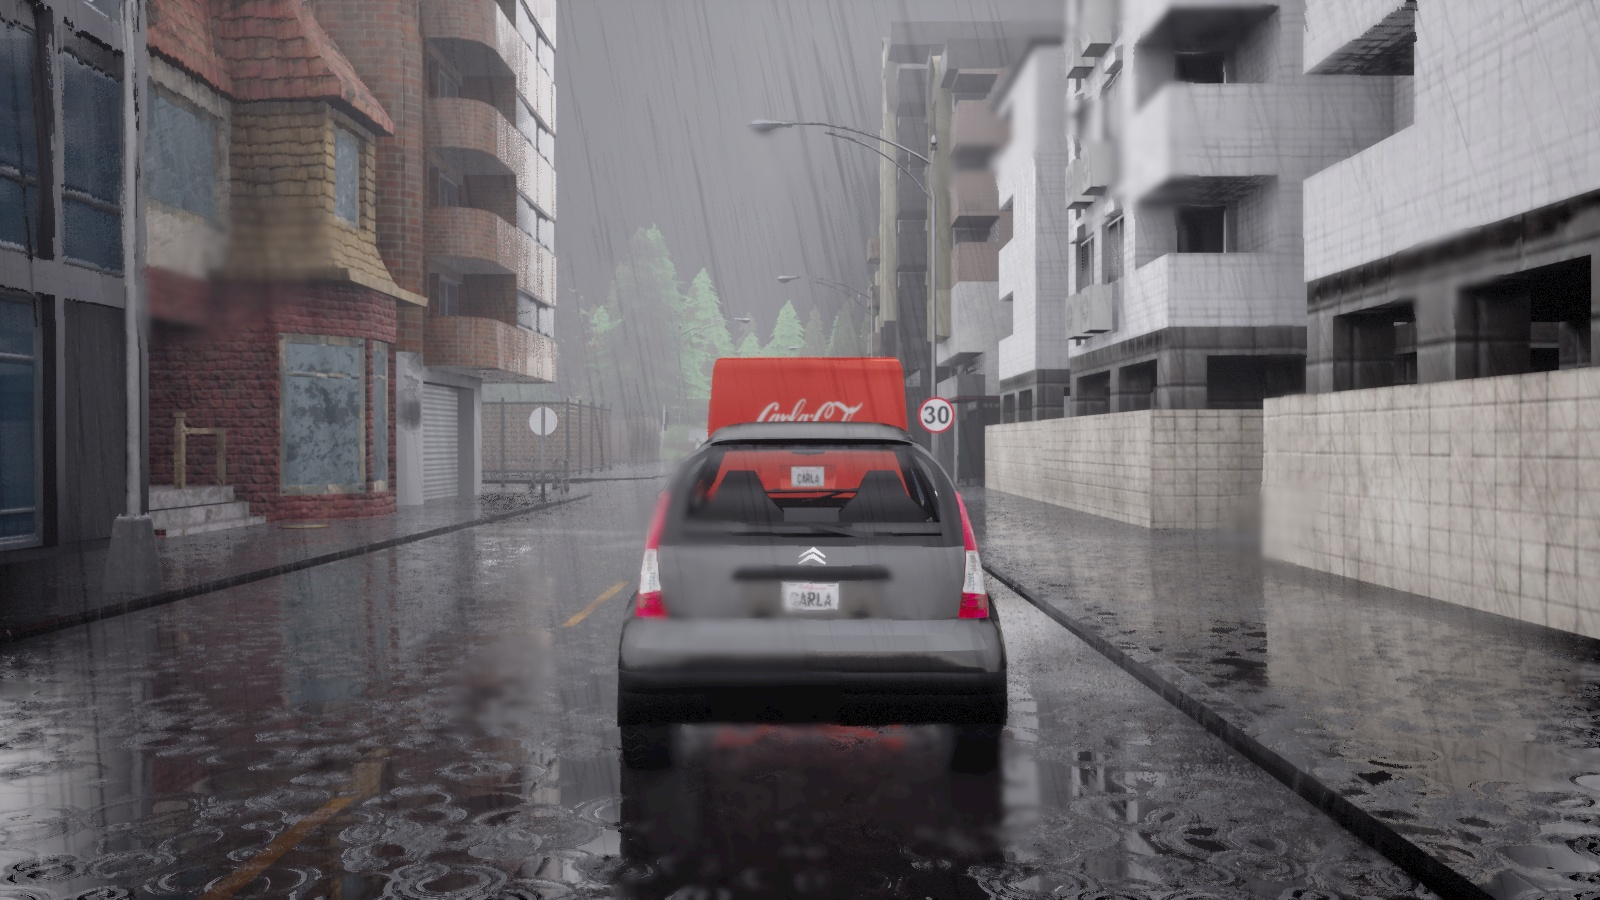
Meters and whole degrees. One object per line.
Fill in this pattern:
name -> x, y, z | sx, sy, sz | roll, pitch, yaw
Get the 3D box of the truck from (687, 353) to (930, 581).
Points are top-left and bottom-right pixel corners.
truck -> 0.104, 0.169, 16.178 | 2.627, 2.467, 5.204 | 0, 0, 0

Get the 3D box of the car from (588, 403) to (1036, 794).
car -> 0.056, 0.604, 7.193 | 1.851, 1.617, 3.988 | 0, 0, 0
